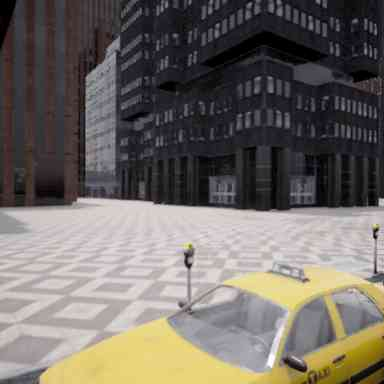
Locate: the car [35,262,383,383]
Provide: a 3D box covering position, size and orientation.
[{"bbox_3d":[0.849,1.507,3.558,4.829,1.417,1.752,0,0,-35],"label":"car"}]
